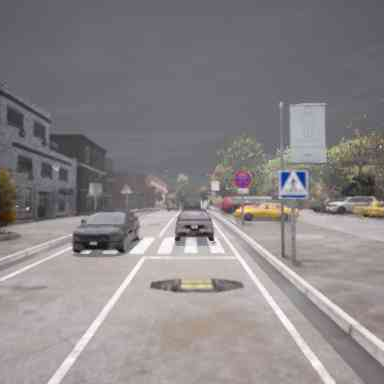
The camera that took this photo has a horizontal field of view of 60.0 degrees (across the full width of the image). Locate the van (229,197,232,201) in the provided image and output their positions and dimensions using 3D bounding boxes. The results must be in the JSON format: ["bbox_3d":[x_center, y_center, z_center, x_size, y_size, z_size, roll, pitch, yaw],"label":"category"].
[{"bbox_3d":[6.346,1.478,33.541,4.442,1.987,1.878,0,-1,0],"label":"van"}]

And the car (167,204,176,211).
[{"bbox_3d":[-3.397,2.883,60.828,1.994,1.385,4.181,0,-3,0],"label":"car"}]

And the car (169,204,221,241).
[{"bbox_3d":[0.094,1.551,16.745,2.033,1.411,5.357,0,0,0],"label":"car"}]

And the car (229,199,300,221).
[{"bbox_3d":[6.093,1.587,27.581,5.366,1.575,1.946,0,-1,0],"label":"car"}]

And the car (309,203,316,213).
[{"bbox_3d":[18.365,1.721,43.667,5.566,2.045,2.435,0,-2,-1],"label":"car"}]

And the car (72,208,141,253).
[{"bbox_3d":[-3.352,1.474,13.792,1.882,1.535,5.008,0,0,0],"label":"car"}]

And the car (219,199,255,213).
[{"bbox_3d":[6.130,1.905,45.678,4.553,1.767,2.185,0,-2,-1],"label":"car"}]

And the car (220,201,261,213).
[{"bbox_3d":[6.141,1.940,42.640,5.008,1.535,2.097,0,-2,-1],"label":"car"}]

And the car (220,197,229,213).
[{"bbox_3d":[6.202,1.602,39.731,5.566,2.045,2.435,0,-1,-1],"label":"car"}]

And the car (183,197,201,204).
[{"bbox_3d":[0.009,1.721,42.716,2.150,2.045,5.566,0,-2,-1],"label":"car"}]

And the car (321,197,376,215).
[{"bbox_3d":[18.433,1.562,38.207,5.566,2.045,2.435,0,-2,-1],"label":"car"}]

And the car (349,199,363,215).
[{"bbox_3d":[18.692,1.679,32.487,5.366,1.575,1.946,0,-1,0],"label":"car"}]

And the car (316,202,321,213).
[{"bbox_3d":[18.420,1.894,40.992,4.892,1.521,2.231,0,-2,-1],"label":"car"}]

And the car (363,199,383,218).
[{"bbox_3d":[18.713,1.627,29.827,5.366,1.575,1.946,0,-1,0],"label":"car"}]

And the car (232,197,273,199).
[{"bbox_3d":[6.285,1.514,30.502,4.553,1.767,2.185,0,-1,0],"label":"car"}]
